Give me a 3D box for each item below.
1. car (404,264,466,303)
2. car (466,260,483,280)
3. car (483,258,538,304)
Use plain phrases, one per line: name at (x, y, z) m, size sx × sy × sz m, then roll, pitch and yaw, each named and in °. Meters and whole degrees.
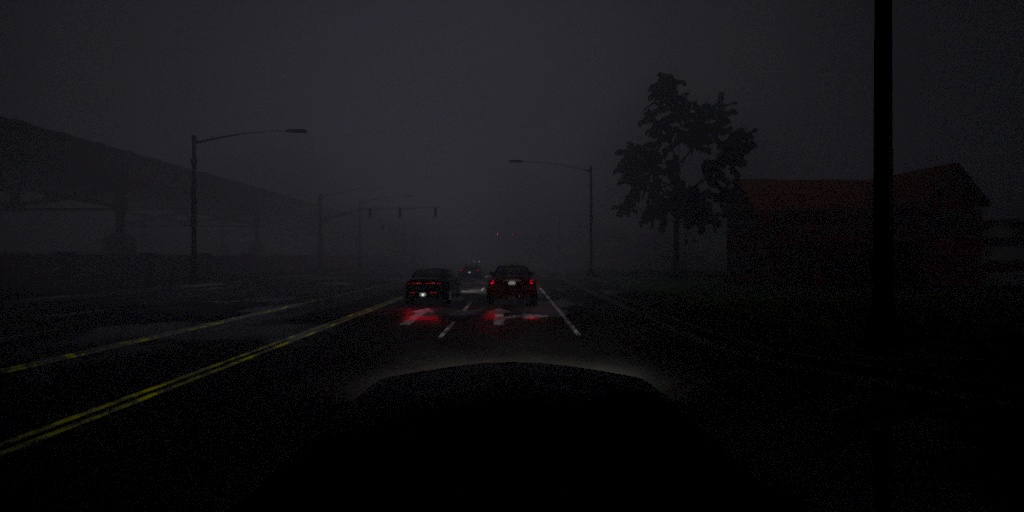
car at (-3.500, 1.263, 16.500) m, size 1.837 × 1.490 × 4.892 m, roll 0°, pitch 0°, yaw 0°
car at (-3.500, 1.320, 31.500) m, size 1.994 × 1.385 × 4.181 m, roll 0°, pitch 0°, yaw 0°
car at (0.000, 1.113, 16.470) m, size 2.097 × 1.767 × 4.553 m, roll 0°, pitch 0°, yaw 0°
